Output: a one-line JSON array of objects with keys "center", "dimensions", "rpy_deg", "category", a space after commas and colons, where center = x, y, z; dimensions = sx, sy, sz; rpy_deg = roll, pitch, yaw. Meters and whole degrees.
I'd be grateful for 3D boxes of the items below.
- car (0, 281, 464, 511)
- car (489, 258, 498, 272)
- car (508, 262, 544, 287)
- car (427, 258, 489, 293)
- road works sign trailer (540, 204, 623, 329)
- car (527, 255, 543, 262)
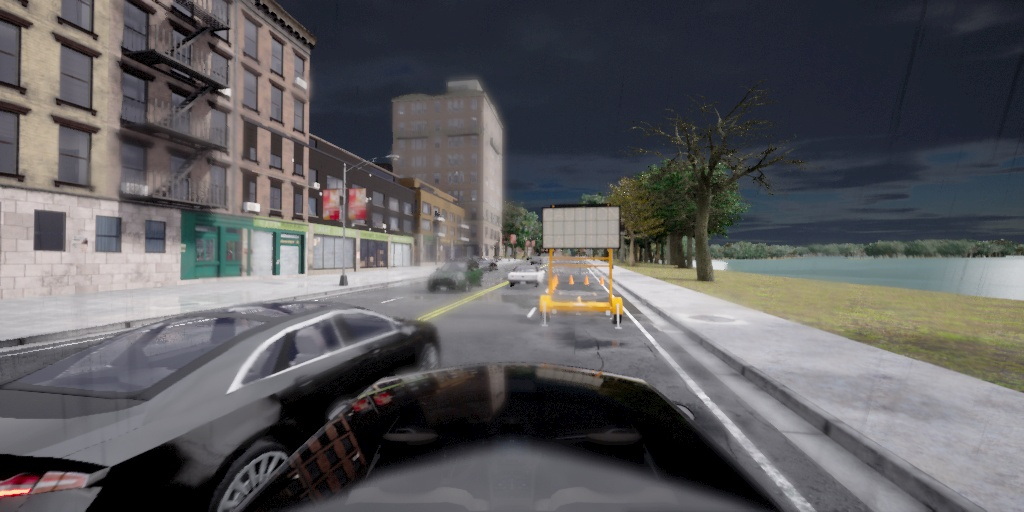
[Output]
[{"center": [-2.335, 1.242, 3.914], "dimensions": [2.128, 1.511, 4.902], "rpy_deg": [0, 0, 10], "category": "car"}, {"center": [-2.822, 1.018, 40.111], "dimensions": [2.128, 1.511, 4.902], "rpy_deg": [0, 0, 10], "category": "car"}, {"center": [1.049, 1.250, 23.312], "dimensions": [1.895, 1.301, 4.718], "rpy_deg": [0, 0, 10], "category": "car"}, {"center": [-3.026, 1.028, 20.026], "dimensions": [2.097, 1.767, 4.553], "rpy_deg": [0, 0, 10], "category": "car"}, {"center": [2.147, 0.188, 11.283], "dimensions": [2.380, 3.560, 2.880], "rpy_deg": [0, 0, 10], "category": "road works sign trailer"}, {"center": [4.176, 0.808, 61.178], "dimensions": [1.837, 1.490, 4.892], "rpy_deg": [0, 1, 10], "category": "car"}]
